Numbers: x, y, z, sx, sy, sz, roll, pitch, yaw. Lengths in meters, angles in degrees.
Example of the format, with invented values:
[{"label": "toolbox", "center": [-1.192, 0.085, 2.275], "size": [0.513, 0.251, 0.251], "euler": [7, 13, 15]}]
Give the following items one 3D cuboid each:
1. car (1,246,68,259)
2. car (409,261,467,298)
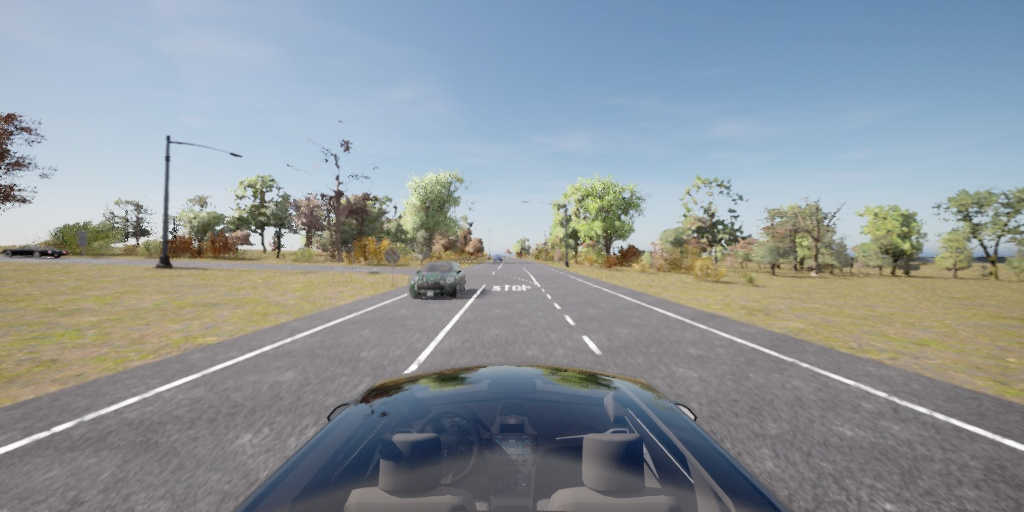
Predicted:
[{"label": "car", "center": [-49.396, -0.425, 37.130], "size": [4.718, 1.301, 1.895], "euler": [2, 0, 0]}, {"label": "car", "center": [-3.513, 1.040, 17.676], "size": [2.097, 1.767, 4.553], "euler": [0, 0, 0]}]
